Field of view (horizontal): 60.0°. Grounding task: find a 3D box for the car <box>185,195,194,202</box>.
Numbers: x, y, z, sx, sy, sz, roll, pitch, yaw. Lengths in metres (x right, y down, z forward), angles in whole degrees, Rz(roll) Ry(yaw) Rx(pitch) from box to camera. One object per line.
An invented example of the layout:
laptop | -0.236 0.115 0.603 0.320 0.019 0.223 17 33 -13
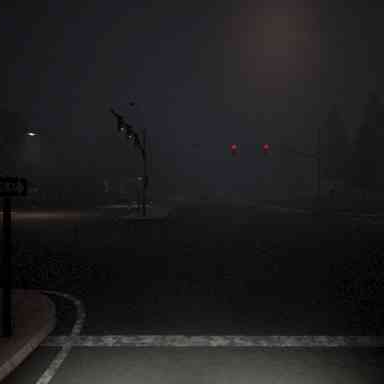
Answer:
car | -0.590 1.478 73.054 1.882 1.535 5.008 0 0 -1

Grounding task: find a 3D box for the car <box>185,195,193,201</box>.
car | -0.750 1.505 83.492 1.994 1.385 4.181 0 0 -1

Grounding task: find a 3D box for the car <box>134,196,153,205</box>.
car | -8.446 1.601 58.237 1.895 1.301 4.718 0 0 -1

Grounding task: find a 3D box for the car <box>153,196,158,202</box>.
car | -8.609 1.535 74.165 2.033 1.411 5.357 0 0 -1

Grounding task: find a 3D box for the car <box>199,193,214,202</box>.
car | 2.911 1.225 73.019 2.150 2.045 5.566 0 0 -1

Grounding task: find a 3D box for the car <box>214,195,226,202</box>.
car | 6.403 1.524 73.534 1.812 1.442 4.674 0 0 -1

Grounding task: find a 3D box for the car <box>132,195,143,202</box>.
car | -12.108 1.519 74.114 1.812 1.442 4.674 0 0 -1

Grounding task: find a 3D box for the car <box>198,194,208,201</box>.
car | 2.749 1.319 83.541 2.097 1.767 4.553 0 0 -1

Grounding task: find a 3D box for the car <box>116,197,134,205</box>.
car | -11.942 1.601 58.170 1.895 1.301 4.718 0 0 -1

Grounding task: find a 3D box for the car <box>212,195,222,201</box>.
car | 6.249 1.482 83.610 2.128 1.511 4.902 0 0 -1
